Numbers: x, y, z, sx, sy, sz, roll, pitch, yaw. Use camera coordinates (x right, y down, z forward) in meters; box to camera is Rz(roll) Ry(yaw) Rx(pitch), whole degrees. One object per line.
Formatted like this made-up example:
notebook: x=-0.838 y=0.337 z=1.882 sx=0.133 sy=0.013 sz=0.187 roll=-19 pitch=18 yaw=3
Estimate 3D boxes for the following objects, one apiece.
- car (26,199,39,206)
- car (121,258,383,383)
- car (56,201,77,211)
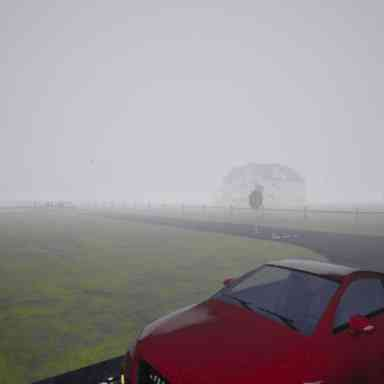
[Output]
car: x=-38.795 y=2.651 z=81.754 sx=1.994 sy=1.385 sz=4.181 roll=2 pitch=-2 yaw=-36
car: x=1.330 y=1.564 z=3.900 sx=4.181 sy=1.385 sz=1.994 roll=0 pitch=0 yaw=-36
car: x=-18.924 y=2.105 z=49.858 sx=2.033 sy=1.411 sz=5.357 roll=2 pitch=-2 yaw=-36
